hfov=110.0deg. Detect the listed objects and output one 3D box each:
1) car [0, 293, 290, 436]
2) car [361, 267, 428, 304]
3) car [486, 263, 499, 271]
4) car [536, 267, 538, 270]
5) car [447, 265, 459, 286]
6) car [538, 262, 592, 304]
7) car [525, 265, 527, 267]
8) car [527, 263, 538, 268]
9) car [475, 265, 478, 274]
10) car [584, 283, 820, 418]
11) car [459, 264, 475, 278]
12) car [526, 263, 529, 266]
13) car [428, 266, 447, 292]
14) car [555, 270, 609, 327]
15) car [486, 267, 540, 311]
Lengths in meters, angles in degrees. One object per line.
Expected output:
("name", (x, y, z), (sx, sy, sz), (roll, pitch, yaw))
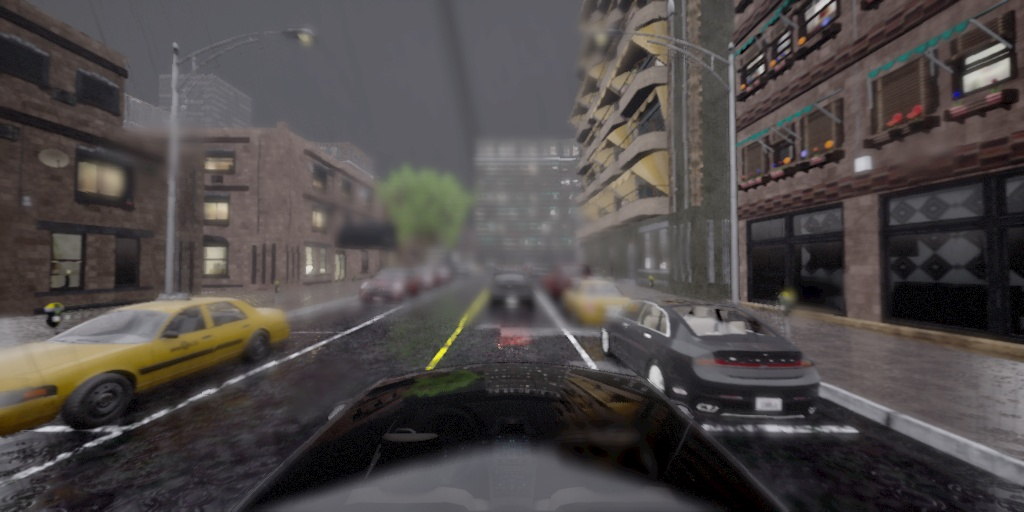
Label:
("car", (-5.656, 1.319, 5.718), (1.751, 1.417, 4.829), (0, 0, 0))
("car", (-5.656, 1.352, 17.260), (1.967, 1.591, 4.097), (0, 0, 0))
("car", (-3.021, 1.815, 56.691), (1.882, 1.535, 5.008), (0, -1, 0))
("car", (2.692, 1.556, 23.005), (1.802, 1.307, 4.207), (0, 0, 0))
("car", (-5.656, 1.615, 28.633), (1.802, 1.307, 4.207), (0, 0, 0))
("car", (2.692, 1.228, 17.319), (2.192, 1.841, 5.009), (0, 0, 0))
("car", (0.020, 1.651, 30.128), (1.895, 1.301, 4.718), (0, -1, 0))
("car", (2.692, 1.661, 34.377), (1.948, 1.339, 4.313), (0, 0, 0))
("car", (-5.655, 1.768, 45.693), (2.007, 1.370, 4.403), (0, 0, 0))
("car", (2.691, 1.345, 5.946), (2.007, 1.370, 4.403), (0, 0, 0))
("car", (-5.655, 1.721, 40.005), (1.948, 1.339, 4.313), (0, 0, 0))
("car", (2.740, 1.720, 51.433), (1.967, 1.591, 4.097), (0, 0, 0))
("car", (-5.656, 1.413, 22.947), (1.967, 1.591, 4.097), (0, 0, 0))
("car", (2.692, 1.379, 11.802), (1.751, 1.417, 4.829), (0, 0, 0))
("car", (0.022, 1.400, 15.354), (1.837, 1.490, 4.892), (0, 0, 0))
